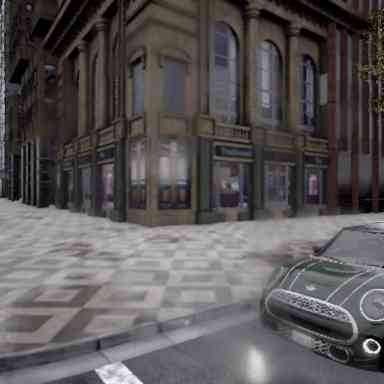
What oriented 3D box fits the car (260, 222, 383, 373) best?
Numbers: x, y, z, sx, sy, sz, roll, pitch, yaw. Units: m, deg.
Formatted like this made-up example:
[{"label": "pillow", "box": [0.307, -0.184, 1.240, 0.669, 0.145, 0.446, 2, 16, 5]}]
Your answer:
[{"label": "car", "box": [3.291, 1.357, 5.713, 4.553, 1.767, 2.097, 0, 0, -35]}]
